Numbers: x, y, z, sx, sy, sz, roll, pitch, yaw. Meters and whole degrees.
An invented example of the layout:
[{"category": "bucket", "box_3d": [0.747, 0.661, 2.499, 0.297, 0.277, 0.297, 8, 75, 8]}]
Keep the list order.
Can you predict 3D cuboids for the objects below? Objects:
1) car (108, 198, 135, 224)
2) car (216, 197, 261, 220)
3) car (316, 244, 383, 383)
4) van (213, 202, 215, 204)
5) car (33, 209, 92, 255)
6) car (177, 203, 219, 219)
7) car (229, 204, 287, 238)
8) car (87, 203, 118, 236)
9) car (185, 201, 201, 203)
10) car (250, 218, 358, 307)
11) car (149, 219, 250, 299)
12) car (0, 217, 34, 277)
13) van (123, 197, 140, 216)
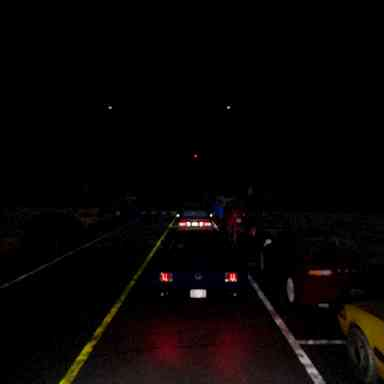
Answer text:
[{"category": "car", "box_3d": [-5.701, 1.450, 24.159, 1.967, 1.590, 4.097, 0, 0, 0]}, {"category": "car", "box_3d": [2.810, 1.322, 18.699, 2.192, 1.841, 5.009, 0, 0, 0]}, {"category": "car", "box_3d": [2.767, 1.526, 2.556, 1.752, 1.417, 4.829, 0, 0, 0]}, {"category": "van", "box_3d": [2.839, 1.355, 29.574, 1.690, 1.788, 3.998, 0, 0, 0]}, {"category": "car", "box_3d": [-5.730, 1.571, 13.284, 1.947, 1.339, 4.313, 0, 0, 0]}, {"category": "car", "box_3d": [0.145, 1.555, 18.006, 2.033, 1.411, 5.357, 0, 0, 0]}, {"category": "car", "box_3d": [2.795, 1.445, 13.261, 1.967, 1.590, 4.097, 0, 0, 0]}, {"category": "car", "box_3d": [-5.716, 1.533, 18.552, 1.752, 1.417, 4.829, 0, 0, 0]}, {"category": "car", "box_3d": [0.071, 1.490, 27.833, 1.882, 1.535, 5.008, 0, 0, 0]}, {"category": "car", "box_3d": [2.781, 1.547, 7.824, 1.887, 1.381, 4.507, 0, 0, 0]}, {"category": "car", "box_3d": [0.123, 1.604, 8.416, 1.895, 1.301, 4.718, 0, 0, 0]}, {"category": "car", "box_3d": [-5.745, 1.528, 7.677, 1.752, 1.417, 4.829, 0, 0, 0]}, {"category": "van", "box_3d": [-5.686, 1.355, 29.597, 1.690, 1.788, 3.998, 0, 0, 0]}]
